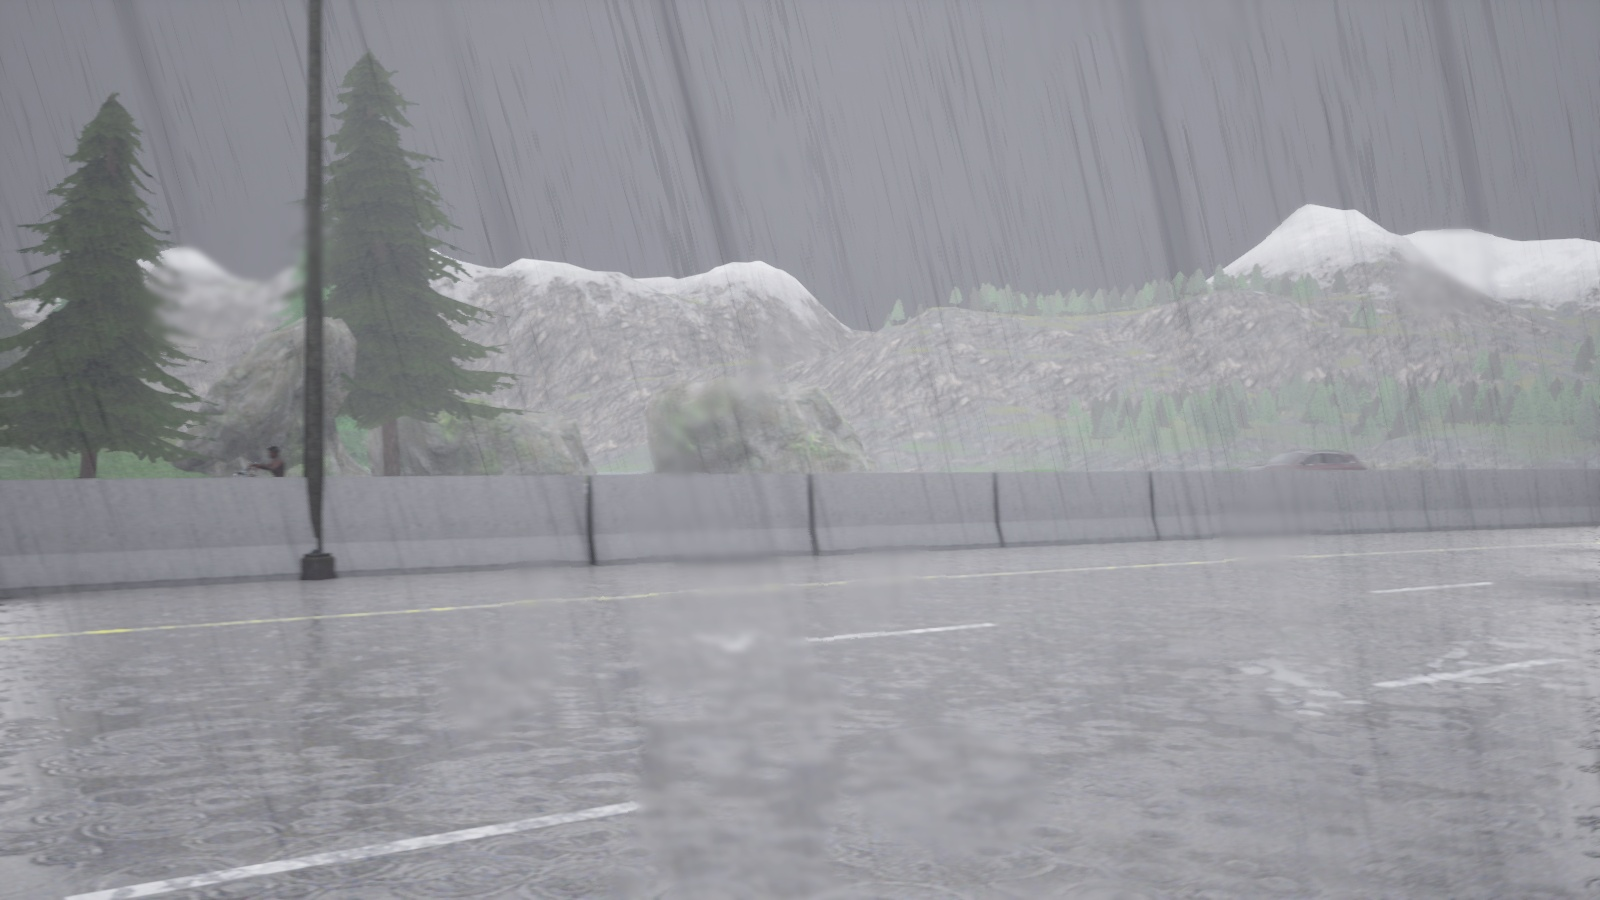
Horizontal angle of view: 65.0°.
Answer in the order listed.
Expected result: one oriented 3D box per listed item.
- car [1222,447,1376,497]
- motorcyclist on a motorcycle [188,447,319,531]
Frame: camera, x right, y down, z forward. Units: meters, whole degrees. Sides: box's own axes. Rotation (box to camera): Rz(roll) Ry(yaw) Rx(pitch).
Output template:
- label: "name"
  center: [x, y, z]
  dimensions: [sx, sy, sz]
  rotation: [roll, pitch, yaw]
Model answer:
- label: "car"
  center: [17.327, 0.733, 43.628]
  dimensions: [4.856, 1.649, 2.033]
  rotation: [0, 0, -20]
- label: "motorcyclist on a motorcycle"
  center: [-11.144, 0.769, 25.635]
  dimensions: [2.350, 1.649, 0.766]
  rotation: [0, 1, -32]
